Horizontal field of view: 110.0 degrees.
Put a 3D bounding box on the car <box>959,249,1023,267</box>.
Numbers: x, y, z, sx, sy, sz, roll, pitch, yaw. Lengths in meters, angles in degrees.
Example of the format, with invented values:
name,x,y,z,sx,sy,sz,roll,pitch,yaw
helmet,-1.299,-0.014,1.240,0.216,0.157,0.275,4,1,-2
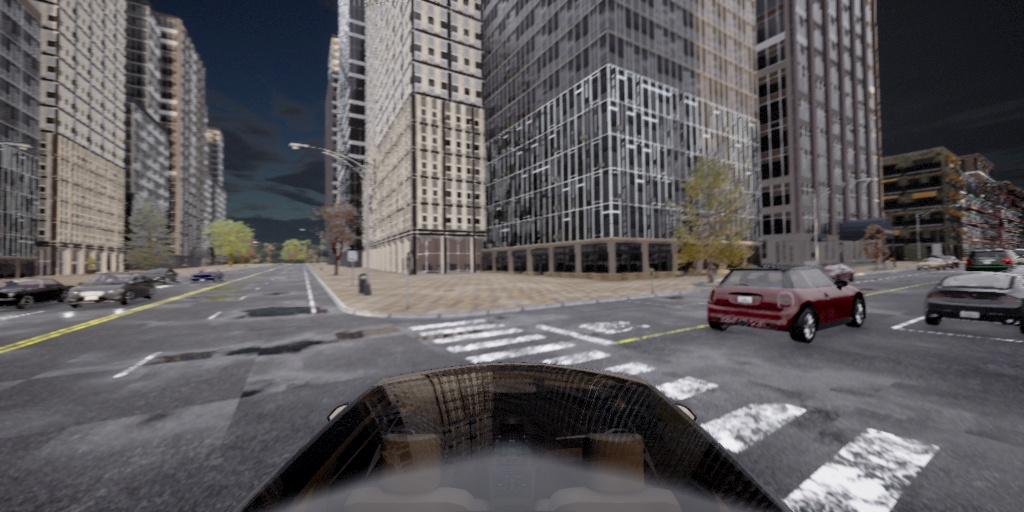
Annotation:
name,x,y,z,sx,sy,sz,roll,pitch,yaw
car,35.022,0.544,26.044,5.566,2.045,2.150,-1,-1,-31

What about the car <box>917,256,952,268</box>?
name,x,y,z,sx,sy,sz,roll,pitch,yaw
car,46.088,0.834,39.368,4.829,1.417,1.751,0,0,-31

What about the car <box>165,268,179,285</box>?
name,x,y,z,sx,sy,sz,roll,pitch,yaw
car,-31.461,1.791,31.995,1.837,1.490,4.892,0,-1,-30

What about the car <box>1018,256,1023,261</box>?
name,x,y,z,sx,sy,sz,roll,pitch,yaw
car,31.480,0.856,20.825,4.507,1.381,1.888,0,0,-31

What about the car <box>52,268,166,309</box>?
name,x,y,z,sx,sy,sz,roll,pitch,yaw
car,-19.271,1.571,17.501,2.128,1.511,4.902,0,-1,-30

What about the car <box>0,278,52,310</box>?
name,x,y,z,sx,sy,sz,roll,pitch,yaw
car,-22.303,1.688,16.249,1.895,1.301,4.718,0,-1,-30

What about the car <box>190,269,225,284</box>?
name,x,y,z,sx,sy,sz,roll,pitch,yaw
car,-28.985,1.889,34.199,1.895,1.301,4.718,0,-1,-30

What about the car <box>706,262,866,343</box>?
name,x,y,z,sx,sy,sz,roll,pitch,yaw
car,7.235,1.009,9.432,4.553,1.767,2.097,-1,-1,-31

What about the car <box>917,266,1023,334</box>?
name,x,y,z,sx,sy,sz,roll,pitch,yaw
car,12.415,1.089,9.377,4.403,1.370,2.007,0,0,-31

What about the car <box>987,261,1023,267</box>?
name,x,y,z,sx,sy,sz,roll,pitch,yaw
car,21.948,1.007,15.101,4.207,1.307,1.802,0,0,-31
